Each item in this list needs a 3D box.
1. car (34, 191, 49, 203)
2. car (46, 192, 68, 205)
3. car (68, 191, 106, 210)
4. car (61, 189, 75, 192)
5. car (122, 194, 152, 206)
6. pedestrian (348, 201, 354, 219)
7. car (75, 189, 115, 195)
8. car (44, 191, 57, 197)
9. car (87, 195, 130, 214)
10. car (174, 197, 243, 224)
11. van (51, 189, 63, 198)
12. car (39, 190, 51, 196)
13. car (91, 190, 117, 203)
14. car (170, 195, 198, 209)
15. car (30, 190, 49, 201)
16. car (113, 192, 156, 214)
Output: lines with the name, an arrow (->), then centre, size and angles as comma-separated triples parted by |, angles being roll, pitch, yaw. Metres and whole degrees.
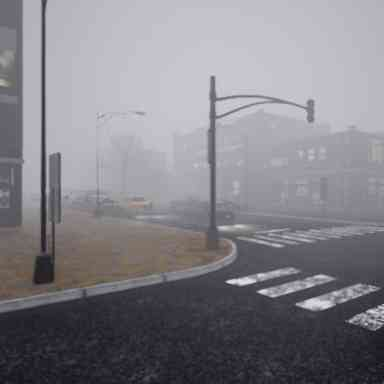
car -> -20.492, 0.902, 46.892 | 1.802, 1.307, 4.206 | 1, 0, -36
car -> -17.207, 0.974, 42.421 | 1.802, 1.307, 4.206 | 1, 0, -36
car -> -10.637, 0.973, 33.484 | 1.967, 1.590, 4.097 | 1, 0, -36
car -> -20.482, 0.442, 56.471 | 2.150, 2.045, 5.566 | 0, 1, -36
car -> -7.169, 1.018, 42.916 | 2.008, 1.369, 4.403 | 1, 0, -36
pedestrian -> 11.034, 1.221, 23.102 | 0.375, 1.300, 0.375 | 1, -1, -36
car -> -11.459, 0.693, 38.976 | 2.150, 2.045, 5.566 | 0, 1, -36
car -> -33.444, 0.434, 78.670 | 1.947, 1.339, 4.313 | 1, 0, -36
car -> -7.355, 1.184, 29.015 | 1.802, 1.307, 4.206 | 1, 0, -36
car -> 1.000, 1.297, 22.009 | 1.994, 1.385, 4.181 | 0, 1, -36
van -> -30.156, 0.287, 74.200 | 1.690, 1.788, 3.998 | 1, 0, -36
car -> -36.725, 0.230, 83.138 | 1.967, 1.590, 4.097 | 1, 0, -36
car -> -13.734, 0.639, 51.855 | 2.192, 1.841, 5.009 | 1, 0, -36
car -> -0.600, 1.046, 33.978 | 1.967, 1.590, 4.097 | 1, 0, -36
car -> -23.775, 0.791, 51.361 | 1.887, 1.381, 4.507 | 1, 0, -36
car -> -5.142, 1.084, 30.360 | 1.882, 1.535, 5.008 | 0, 1, -36
